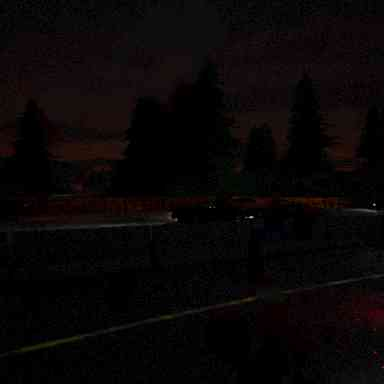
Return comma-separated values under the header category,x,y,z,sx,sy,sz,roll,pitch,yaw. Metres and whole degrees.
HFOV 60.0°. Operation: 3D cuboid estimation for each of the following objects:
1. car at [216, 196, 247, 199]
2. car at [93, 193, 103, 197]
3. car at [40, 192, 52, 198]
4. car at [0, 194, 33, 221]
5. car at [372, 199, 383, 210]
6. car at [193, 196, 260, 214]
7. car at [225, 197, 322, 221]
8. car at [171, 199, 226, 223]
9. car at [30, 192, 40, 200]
category,x,y,z,sx,sy,sz,roll,pitch,yaw
car,3.292,1.074,24.951,5.008,1.535,1.882,0,1,-19
car,-13.952,0.650,53.886,1.895,1.301,4.718,1,1,24
car,-21.014,0.684,45.151,1.994,1.385,4.181,1,1,19
car,-12.857,1.054,20.610,4.902,1.511,2.128,0,1,-33
car,19.984,0.994,32.189,4.892,1.490,1.837,0,0,-4
car,2.972,1.081,28.578,5.357,1.411,2.033,0,1,-19
car,4.586,1.217,17.771,4.902,1.511,2.128,0,1,-20
car,1.145,1.269,20.208,4.718,1.301,1.895,0,1,-22
car,-19.930,0.849,37.393,1.895,1.301,4.718,1,1,18
